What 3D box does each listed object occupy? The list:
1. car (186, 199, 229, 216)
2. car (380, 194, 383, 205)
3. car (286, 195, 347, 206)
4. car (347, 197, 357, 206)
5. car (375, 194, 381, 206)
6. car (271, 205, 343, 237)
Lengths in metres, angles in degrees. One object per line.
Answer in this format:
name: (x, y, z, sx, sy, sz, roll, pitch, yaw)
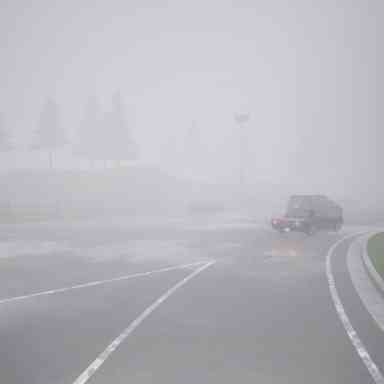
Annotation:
car: (1.609, 1.504, 32.686, 4.892, 1.490, 1.837, 0, 0, -42)
car: (24.193, 1.349, 38.731, 4.553, 1.767, 2.097, 0, 0, -42)
car: (9.446, 1.218, 25.603, 5.566, 2.045, 2.150, 0, 0, -42)
car: (24.583, 1.475, 53.134, 5.008, 1.535, 1.882, 0, 0, -42)
car: (32.142, 1.475, 55.311, 5.008, 1.535, 1.882, 0, 0, -42)
car: (6.436, 1.600, 18.238, 4.718, 1.301, 1.895, 0, 0, -42)
